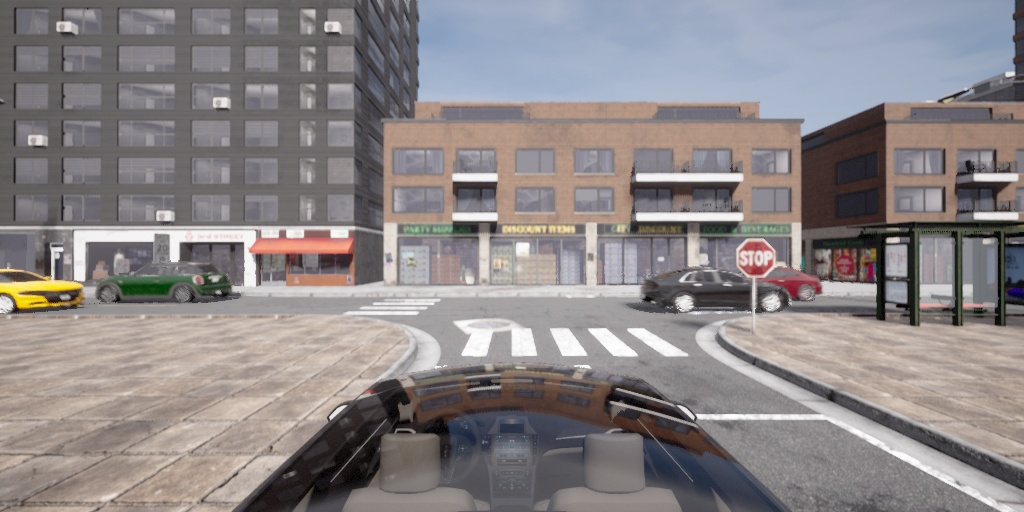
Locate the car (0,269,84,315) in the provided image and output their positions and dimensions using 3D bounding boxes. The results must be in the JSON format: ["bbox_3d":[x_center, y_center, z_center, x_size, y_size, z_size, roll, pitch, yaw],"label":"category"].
[{"bbox_3d":[-18.269,1.192,12.664,5.008,1.535,1.882,0,0,0],"label":"car"}]

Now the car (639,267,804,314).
[{"bbox_3d":[7.050,1.176,12.669,4.892,1.490,1.837,0,0,0],"label":"car"}]

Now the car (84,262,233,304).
[{"bbox_3d":[-15.024,1.068,15.617,4.553,1.767,2.097,0,0,0],"label":"car"}]

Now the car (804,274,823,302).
[{"bbox_3d":[10.810,1.193,15.626,4.674,1.442,1.812,0,0,0],"label":"car"}]
